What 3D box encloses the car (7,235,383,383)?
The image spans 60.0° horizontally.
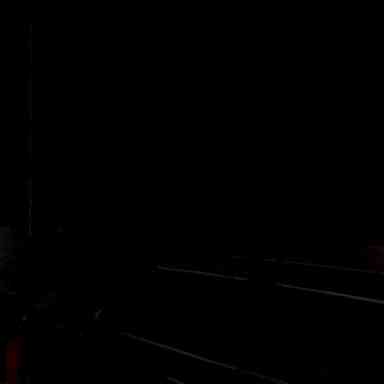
[{"bbox_3d":[0.575,1.310,2.664,5.009,1.841,2.192,0,0,35],"label":"car"}]
